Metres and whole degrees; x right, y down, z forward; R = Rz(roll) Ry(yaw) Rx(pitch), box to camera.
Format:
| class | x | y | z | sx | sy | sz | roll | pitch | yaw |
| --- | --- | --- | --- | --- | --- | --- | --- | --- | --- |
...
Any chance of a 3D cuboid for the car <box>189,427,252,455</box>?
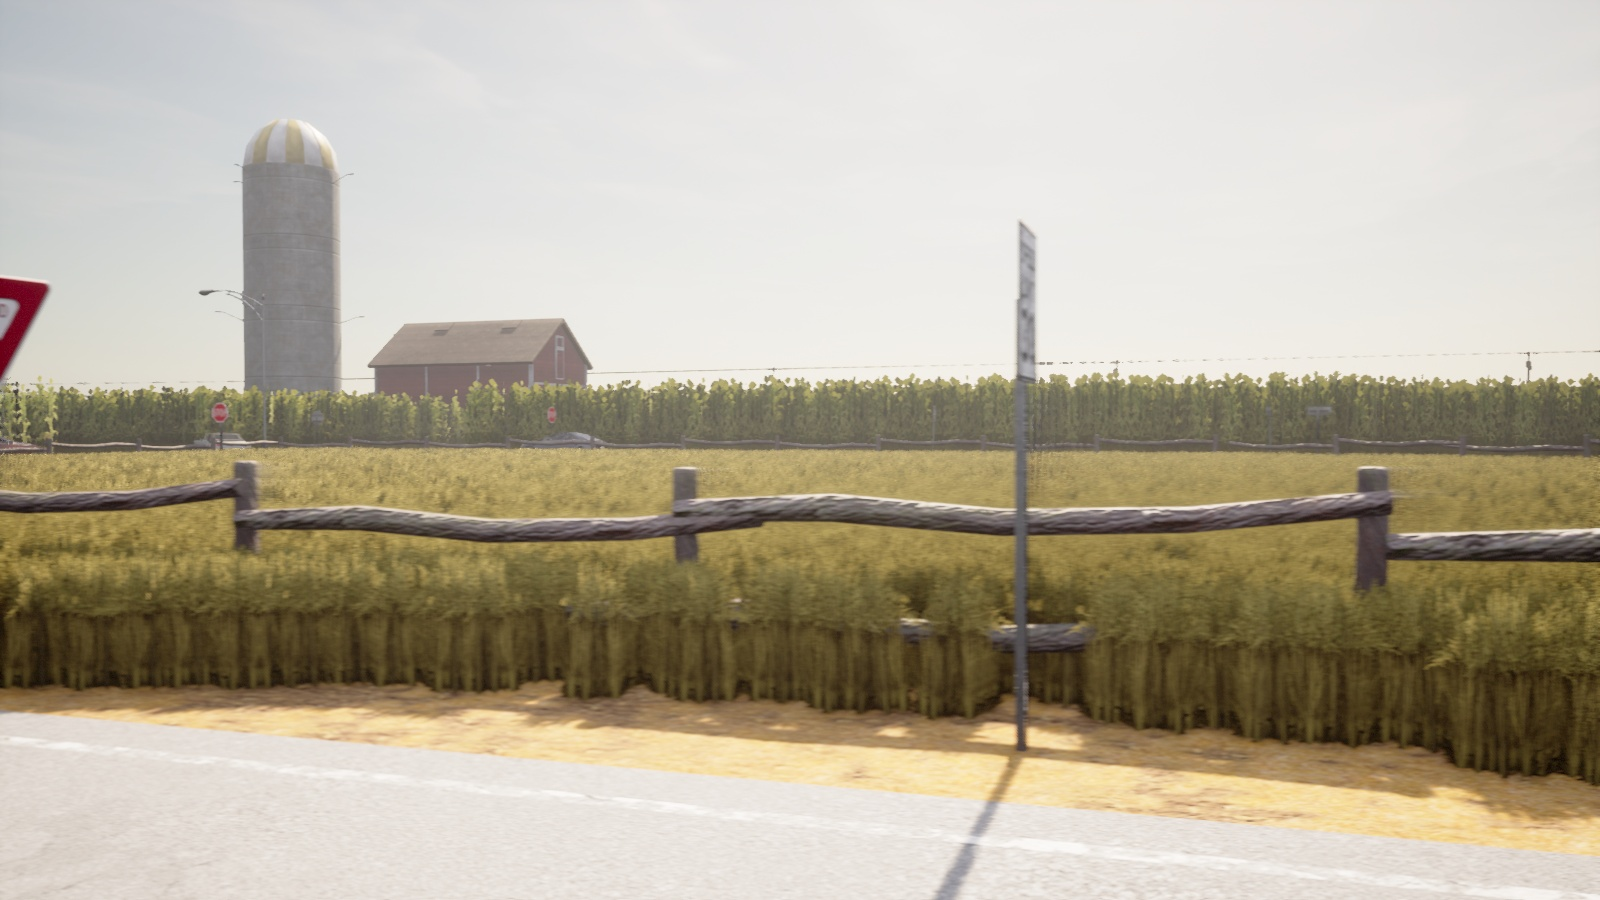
| class | x | y | z | sx | sy | sz | roll | pitch | yaw |
| --- | --- | --- | --- | --- | --- | --- | --- | --- | --- |
| car | -29.755 | -0.462 | 64.423 | 1.895 | 1.301 | 4.718 | 0 | 2 | -38 |

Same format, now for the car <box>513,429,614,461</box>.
| class | x | y | z | sx | sy | sz | roll | pitch | yaw |
| --- | --- | --- | --- | --- | --- | --- | --- | --- | --- |
| car | -11.065 | -0.248 | 58.845 | 4.181 | 1.385 | 1.994 | 1 | 1 | 19 |

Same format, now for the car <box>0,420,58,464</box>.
| class | x | y | z | sx | sy | sz | roll | pitch | yaw |
| --- | --- | --- | --- | --- | --- | --- | --- | --- | --- |
| car | -30.753 | -0.312 | 46.903 | 2.152 | 1.651 | 5.027 | 1 | 1 | 19 |
